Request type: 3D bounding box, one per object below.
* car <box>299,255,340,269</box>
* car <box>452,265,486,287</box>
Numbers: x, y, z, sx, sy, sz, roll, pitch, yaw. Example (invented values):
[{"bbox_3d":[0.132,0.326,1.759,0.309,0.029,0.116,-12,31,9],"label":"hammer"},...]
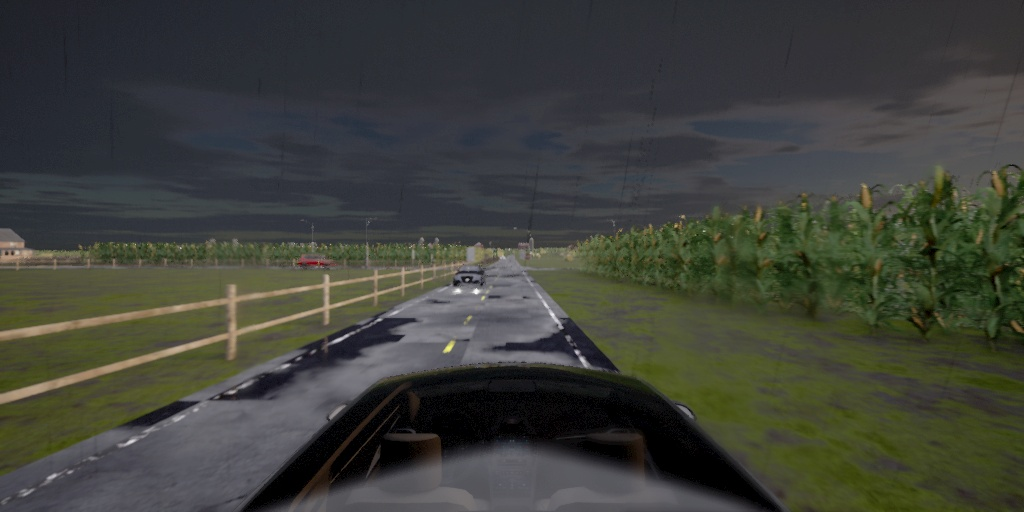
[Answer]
[{"bbox_3d":[-29.323,0.909,54.646,5.566,2.045,2.150,2,1,-1],"label":"car"},{"bbox_3d":[-2.840,1.317,24.702,1.994,1.385,4.181,0,0,0],"label":"car"}]
